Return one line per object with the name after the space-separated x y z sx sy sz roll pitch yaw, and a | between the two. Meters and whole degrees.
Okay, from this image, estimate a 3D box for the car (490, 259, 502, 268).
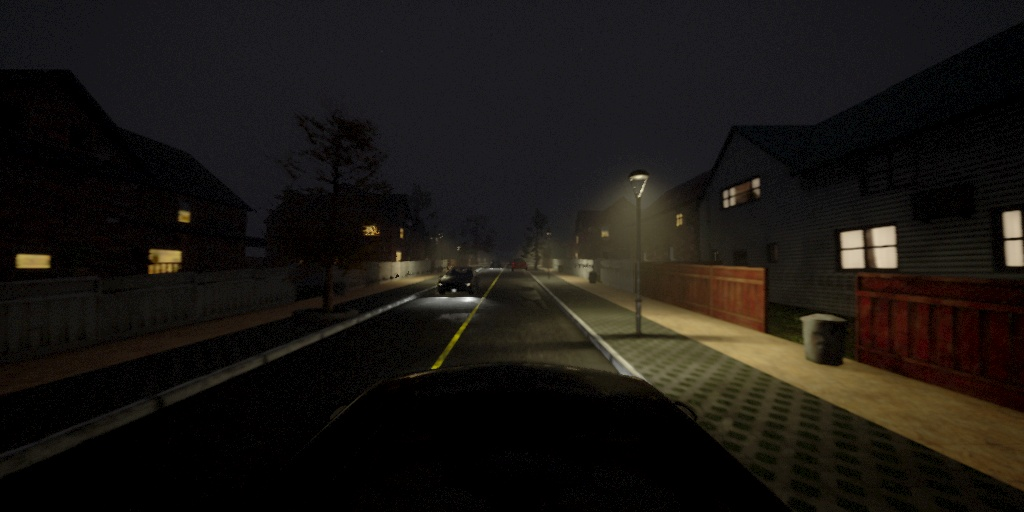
-2.742 1.291 61.916 2.128 1.511 4.902 0 0 1 | car

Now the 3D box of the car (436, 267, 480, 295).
-2.840 1.308 20.212 2.033 1.411 5.357 0 0 0 | car

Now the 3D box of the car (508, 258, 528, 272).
0.950 1.079 47.408 2.097 1.767 4.553 -3 -1 0 | car
